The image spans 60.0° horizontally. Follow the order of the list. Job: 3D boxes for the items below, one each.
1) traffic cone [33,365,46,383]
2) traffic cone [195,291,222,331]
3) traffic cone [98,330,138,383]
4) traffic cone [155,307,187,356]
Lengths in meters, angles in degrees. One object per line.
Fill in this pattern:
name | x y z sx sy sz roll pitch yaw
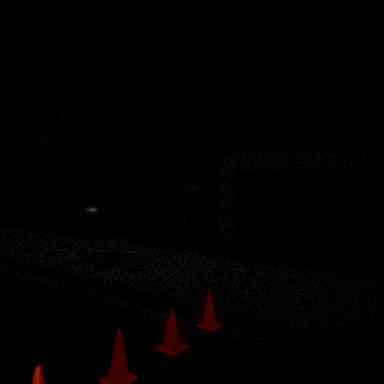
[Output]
traffic cone | -1.461 1.954 3.173 0.340 0.580 0.340 0 0 36
traffic cone | 0.287 1.964 5.611 0.340 0.580 0.340 0 0 36
traffic cone | -0.879 1.957 3.985 0.340 0.580 0.340 0 0 36
traffic cone | -0.296 1.960 4.798 0.340 0.580 0.340 0 0 36
